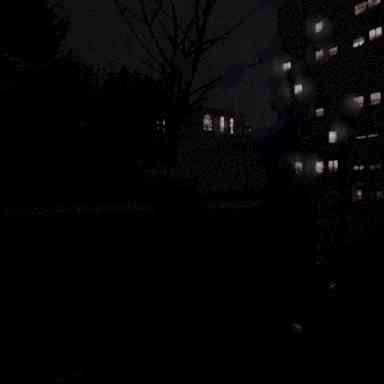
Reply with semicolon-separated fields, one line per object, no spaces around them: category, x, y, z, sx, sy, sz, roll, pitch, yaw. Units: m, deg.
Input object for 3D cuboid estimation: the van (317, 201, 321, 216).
van;10.585;1.666;32.717;1.690;1.788;3.998;-1;0;-36
